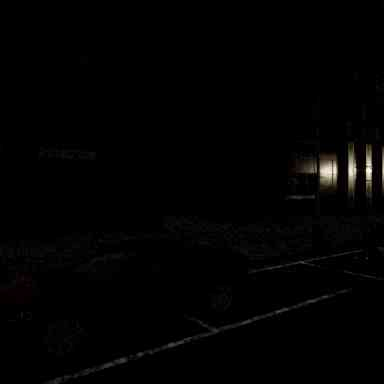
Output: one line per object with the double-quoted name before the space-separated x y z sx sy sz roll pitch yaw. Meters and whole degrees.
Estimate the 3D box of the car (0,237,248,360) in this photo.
"car" -0.994 1.545 5.936 4.507 1.381 1.887 0 0 -35

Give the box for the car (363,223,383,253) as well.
"car" 8.198 1.567 12.462 4.313 1.339 1.947 0 0 -35
